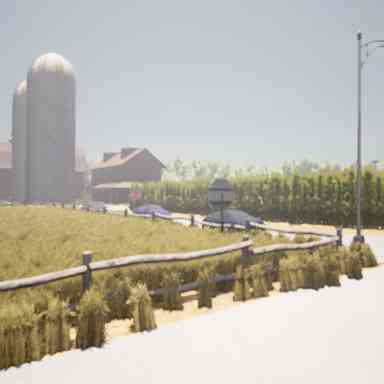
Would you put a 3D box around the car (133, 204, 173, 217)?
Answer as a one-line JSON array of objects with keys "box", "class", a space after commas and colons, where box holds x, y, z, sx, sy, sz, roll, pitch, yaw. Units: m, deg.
[{"box": [-3.392, 1.785, 28.015, 1.812, 1.442, 4.674, 1, -1, -36], "class": "car"}]

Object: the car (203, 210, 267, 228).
[{"box": [2.443, 1.769, 19.870, 1.994, 1.385, 4.181, 1, -1, -36], "class": "car"}]

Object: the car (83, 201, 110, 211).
[{"box": [-11.400, 1.821, 39.280, 2.033, 1.411, 5.357, 1, 0, -35], "class": "car"}]
